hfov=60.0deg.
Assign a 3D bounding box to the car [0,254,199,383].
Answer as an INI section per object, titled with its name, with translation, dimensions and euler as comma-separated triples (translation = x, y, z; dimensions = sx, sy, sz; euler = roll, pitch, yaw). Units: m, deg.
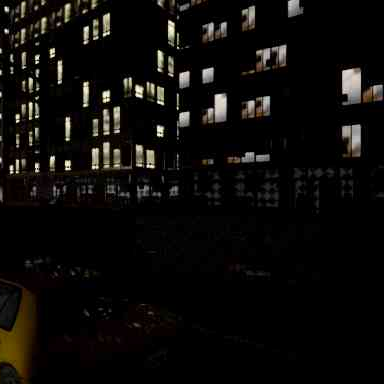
[car]
translation = -2.208, 1.525, 4.445
dimensions = 4.829, 1.417, 1.752
euler = 0, 0, 36
